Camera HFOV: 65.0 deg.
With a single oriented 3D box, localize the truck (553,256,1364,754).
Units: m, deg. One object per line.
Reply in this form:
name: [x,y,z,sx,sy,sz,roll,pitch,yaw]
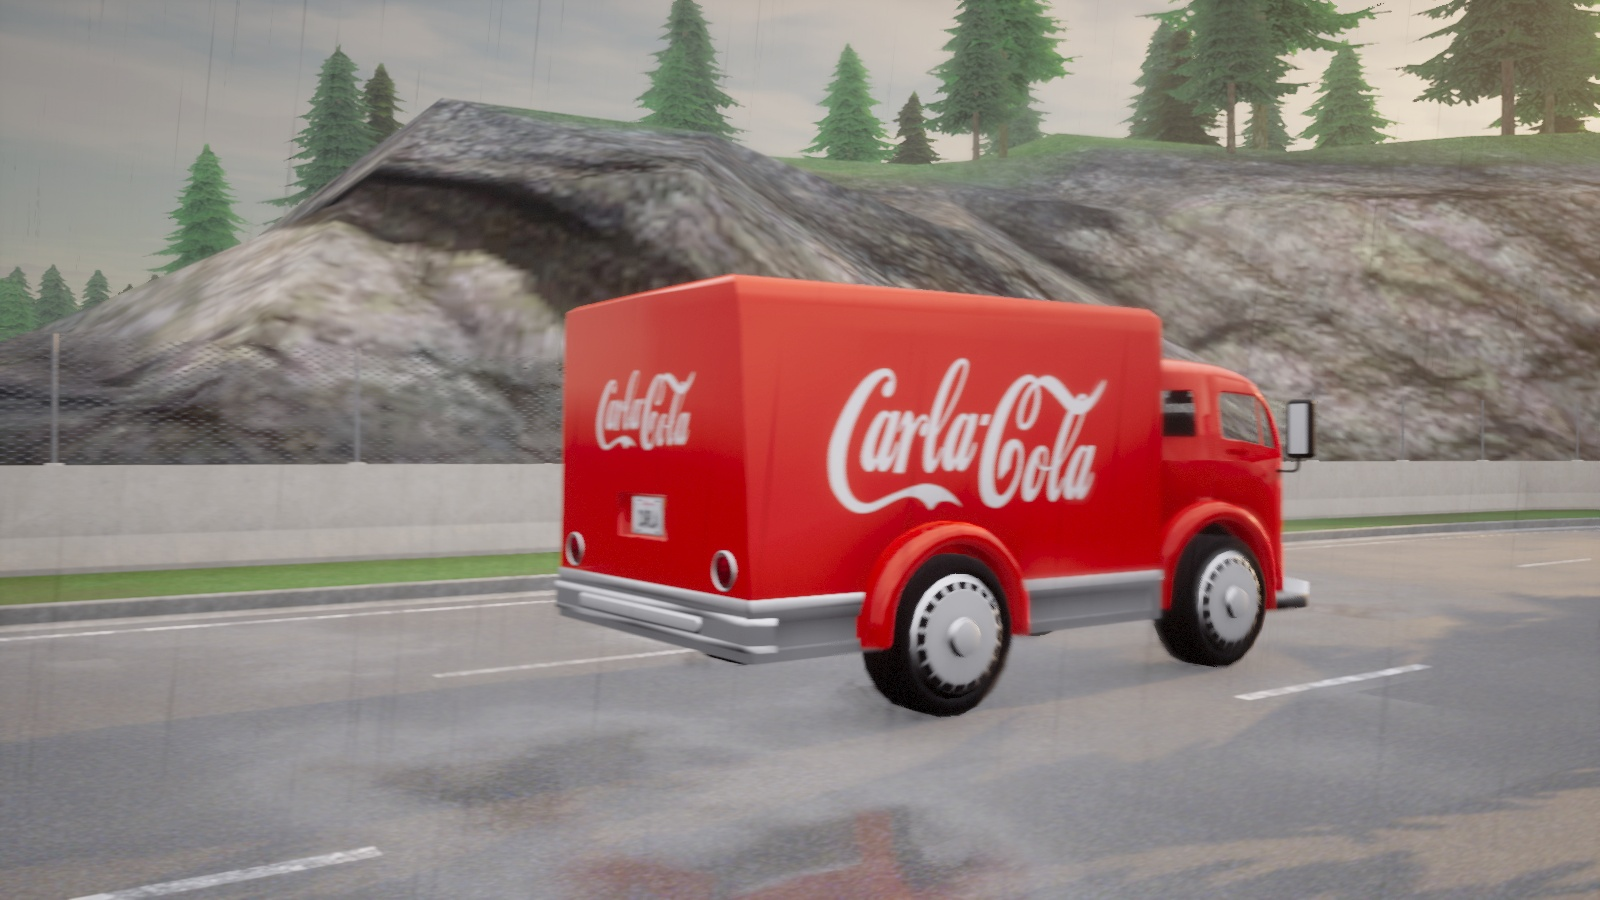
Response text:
truck: [1.241,0.277,8.789,5.204,2.467,2.627,0,0,-35]
